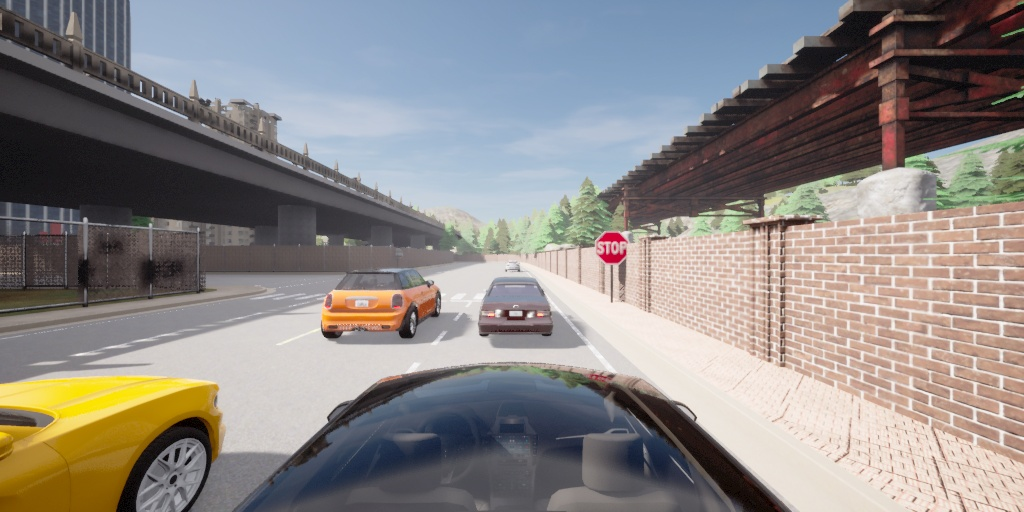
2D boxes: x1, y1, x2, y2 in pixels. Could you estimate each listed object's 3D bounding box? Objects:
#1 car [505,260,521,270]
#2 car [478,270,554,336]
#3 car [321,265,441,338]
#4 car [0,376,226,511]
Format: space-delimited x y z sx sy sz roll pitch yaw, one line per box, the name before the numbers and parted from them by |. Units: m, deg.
car | 0.083 1.276 46.187 1.812 1.442 4.674 0 0 -1
car | 0.082 1.297 10.304 2.033 1.411 5.357 0 0 0
car | -3.419 1.102 10.283 2.097 1.767 4.553 0 0 0
car | -3.396 1.228 1.025 1.882 1.535 5.008 0 0 0
